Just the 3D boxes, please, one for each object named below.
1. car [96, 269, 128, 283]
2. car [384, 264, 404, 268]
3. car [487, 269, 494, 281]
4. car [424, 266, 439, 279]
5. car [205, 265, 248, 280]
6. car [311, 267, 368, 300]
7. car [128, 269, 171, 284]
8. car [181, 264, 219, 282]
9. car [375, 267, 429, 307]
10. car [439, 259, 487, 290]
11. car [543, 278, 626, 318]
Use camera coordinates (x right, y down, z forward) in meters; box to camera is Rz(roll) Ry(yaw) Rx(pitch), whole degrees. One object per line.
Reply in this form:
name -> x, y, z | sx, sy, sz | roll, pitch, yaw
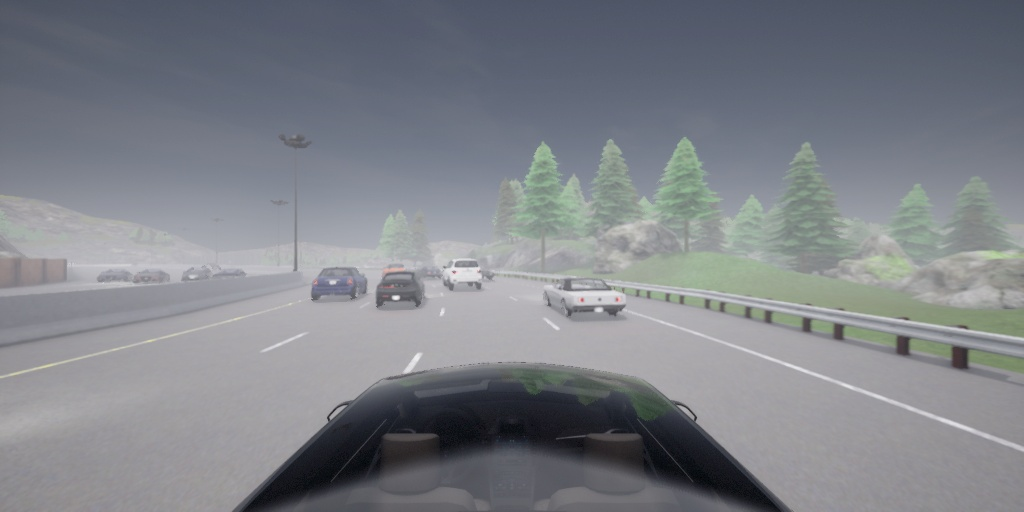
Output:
car -> -40.026, 1.968, 36.289 | 1.994, 1.385, 4.181 | 0, -1, -38
car -> -12.763, 1.617, 38.901 | 2.097, 1.767, 4.553 | 0, -1, -26
car -> -3.369, 1.765, 35.311 | 1.895, 1.301, 4.718 | 0, -1, -22
car -> -9.021, 1.794, 39.275 | 2.033, 1.411, 5.357 | 0, -1, -25
car -> -24.872, 1.804, 31.764 | 2.033, 1.411, 5.357 | 0, -1, -26
car -> -9.371, 1.372, 19.833 | 2.097, 1.767, 4.553 | 0, -1, -13
car -> -34.459, 1.911, 34.374 | 1.994, 1.385, 4.181 | 0, -1, -33
car -> -31.077, 1.831, 35.558 | 2.128, 1.511, 4.902 | 0, -1, -32
car -> -5.117, 1.464, 16.872 | 1.837, 1.490, 4.892 | 0, -1, -10
car -> -3.630, 1.267, 25.583 | 2.150, 2.045, 5.566 | 0, -2, -17
car -> 2.527, 1.477, 13.800 | 1.895, 1.301, 4.718 | 0, -1, -7
